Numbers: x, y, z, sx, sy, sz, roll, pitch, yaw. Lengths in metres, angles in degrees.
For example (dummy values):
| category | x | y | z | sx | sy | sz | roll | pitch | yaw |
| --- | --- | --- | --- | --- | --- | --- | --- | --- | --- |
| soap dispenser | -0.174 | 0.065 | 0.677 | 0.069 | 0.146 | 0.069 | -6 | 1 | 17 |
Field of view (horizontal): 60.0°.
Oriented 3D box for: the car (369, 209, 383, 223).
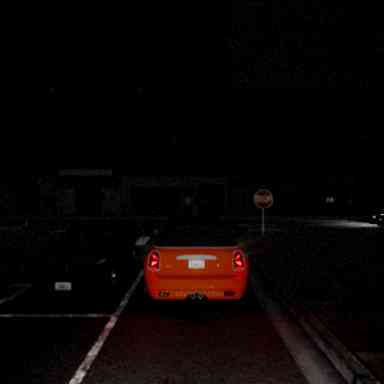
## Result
| category | x | y | z | sx | sy | sz | roll | pitch | yaw |
| --- | --- | --- | --- | --- | --- | --- | --- | --- | --- |
| car | 14.358 | 1.502 | 22.556 | 4.181 | 1.385 | 1.994 | 0 | 0 | 0 |

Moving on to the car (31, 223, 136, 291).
| category | x | y | z | sx | sy | sz | roll | pitch | yaw |
| --- | --- | --- | --- | --- | --- | --- | --- | --- | --- |
| car | -2.646 | 1.557 | 9.001 | 1.947 | 1.339 | 4.313 | 0 | 0 | 0 |

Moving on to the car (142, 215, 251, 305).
| category | x | y | z | sx | sy | sz | roll | pitch | yaw |
| --- | --- | --- | --- | --- | --- | --- | --- | --- | --- |
| car | 0.072 | 1.343 | 8.242 | 2.097 | 1.767 | 4.553 | 0 | 0 | 0 |
